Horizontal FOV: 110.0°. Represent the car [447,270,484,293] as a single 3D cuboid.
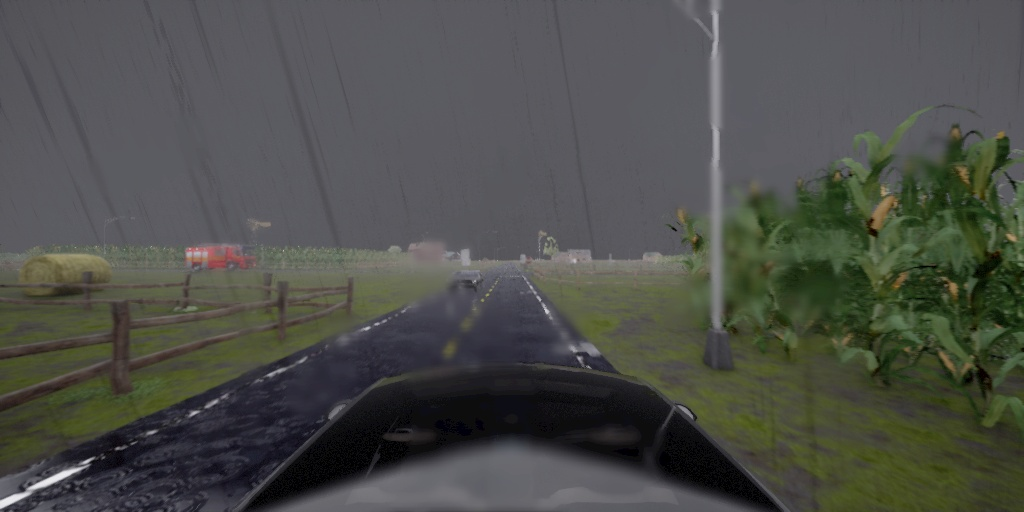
[{"bbox_3d":[-2.845,1.568,22.764,1.895,1.301,4.718,0,-1,0],"label":"car"}]
